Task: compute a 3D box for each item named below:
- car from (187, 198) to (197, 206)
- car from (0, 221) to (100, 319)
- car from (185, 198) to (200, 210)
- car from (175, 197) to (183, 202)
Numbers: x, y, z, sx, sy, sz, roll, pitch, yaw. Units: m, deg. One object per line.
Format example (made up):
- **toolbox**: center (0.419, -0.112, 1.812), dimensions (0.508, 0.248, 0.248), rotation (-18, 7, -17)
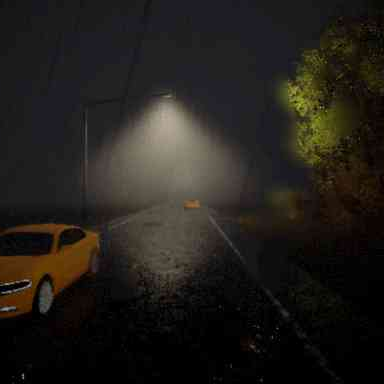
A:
- **car**: center (0.001, 1.867, 64.798), dimensions (1.994, 1.385, 4.181), rotation (0, 0, 0)
- **car**: center (-3.611, 1.515, 7.725), dimensions (1.882, 1.535, 5.008), rotation (0, 0, 0)
- **car**: center (0.031, 1.694, 46.409), dimensions (1.882, 1.535, 5.008), rotation (0, 0, 0)
- **car**: center (-3.643, 2.001, 95.098), dimensions (1.994, 1.385, 4.181), rotation (0, 0, 0)
